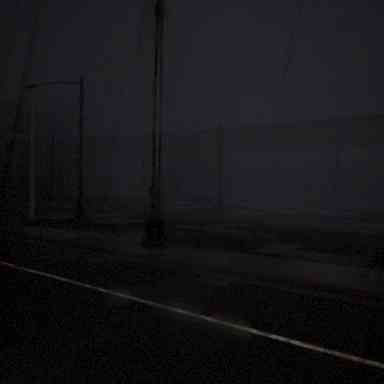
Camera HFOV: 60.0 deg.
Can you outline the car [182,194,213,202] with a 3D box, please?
[{"bbox_3d":[0.996,1.033,56.855,5.357,1.411,2.033,1,1,-30],"label":"car"}]
